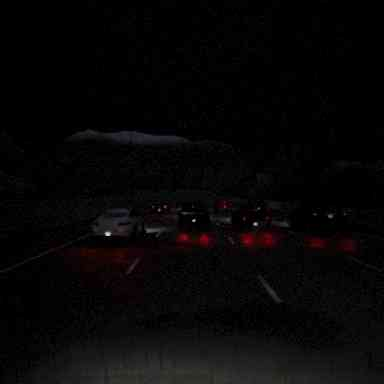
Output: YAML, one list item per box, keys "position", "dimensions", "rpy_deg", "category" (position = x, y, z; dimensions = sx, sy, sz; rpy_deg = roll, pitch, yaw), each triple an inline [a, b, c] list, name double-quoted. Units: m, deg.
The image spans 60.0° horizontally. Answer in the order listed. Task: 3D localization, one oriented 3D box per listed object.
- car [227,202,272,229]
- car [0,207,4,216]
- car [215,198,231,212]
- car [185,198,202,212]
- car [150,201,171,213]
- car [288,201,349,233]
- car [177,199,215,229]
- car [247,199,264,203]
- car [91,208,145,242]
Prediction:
- position: [3.609, 1.537, 21.089]
  dimensions: [1.895, 1.301, 4.718]
  rpy_deg: [0, 0, 0]
  category: "car"
- position: [-14.089, 1.415, 21.166]
  dimensions: [1.882, 1.535, 5.008]
  rpy_deg: [0, 0, 0]
  category: "car"
- position: [3.618, 1.502, 39.129]
  dimensions: [1.882, 1.535, 5.008]
  rpy_deg: [0, 0, 0]
  category: "car"
- position: [0.118, 1.502, 39.141]
  dimensions: [1.882, 1.535, 5.008]
  rpy_deg: [0, 0, 0]
  category: "car"
- position: [-3.383, 1.605, 36.620]
  dimensions: [1.895, 1.301, 4.718]
  rpy_deg: [0, 0, 0]
  category: "car"
- position: [7.108, 1.287, 19.190]
  dimensions: [2.097, 1.767, 4.553]
  rpy_deg: [0, 0, 0]
  category: "car"
- position: [0.109, 1.428, 21.215]
  dimensions: [2.128, 1.511, 4.902]
  rpy_deg: [0, 0, 0]
  category: "car"
- position: [7.117, 1.517, 37.679]
  dimensions: [1.837, 1.490, 4.892]
  rpy_deg: [0, -1, 0]
  category: "car"
- position: [-3.393, 1.461, 15.739]
  dimensions: [1.812, 1.442, 4.674]
  rpy_deg: [0, 0, 0]
  category: "car"
